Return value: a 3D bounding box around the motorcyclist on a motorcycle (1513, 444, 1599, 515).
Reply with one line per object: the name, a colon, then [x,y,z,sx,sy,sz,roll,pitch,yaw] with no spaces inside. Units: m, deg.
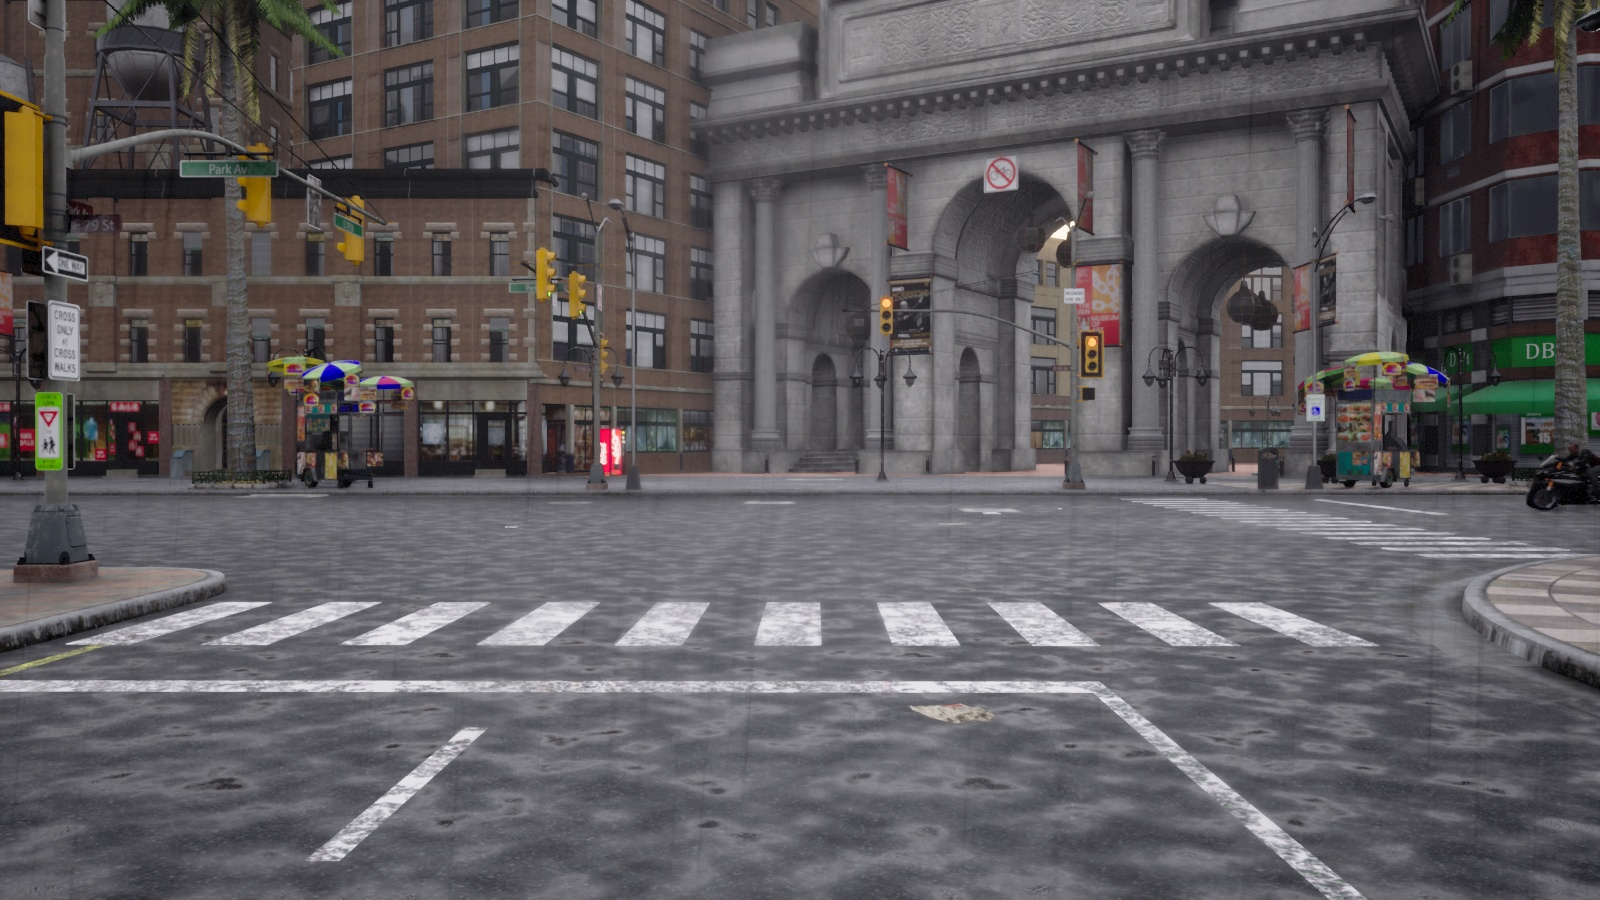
motorcyclist on a motorcycle: [17.003,0.639,27.580,2.191,1.530,0.866,0,0,1]
